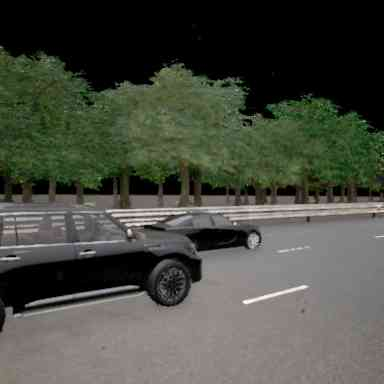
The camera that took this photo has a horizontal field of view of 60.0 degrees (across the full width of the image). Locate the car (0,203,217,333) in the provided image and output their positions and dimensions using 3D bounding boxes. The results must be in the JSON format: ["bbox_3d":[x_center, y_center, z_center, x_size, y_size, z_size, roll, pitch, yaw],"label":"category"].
[{"bbox_3d":[-2.419,1.225,6.322,5.566,2.045,2.150,0,0,-35],"label":"car"}]

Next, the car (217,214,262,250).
[{"bbox_3d":[0.534,1.496,12.719,5.008,1.535,1.882,0,0,-35],"label":"car"}]
